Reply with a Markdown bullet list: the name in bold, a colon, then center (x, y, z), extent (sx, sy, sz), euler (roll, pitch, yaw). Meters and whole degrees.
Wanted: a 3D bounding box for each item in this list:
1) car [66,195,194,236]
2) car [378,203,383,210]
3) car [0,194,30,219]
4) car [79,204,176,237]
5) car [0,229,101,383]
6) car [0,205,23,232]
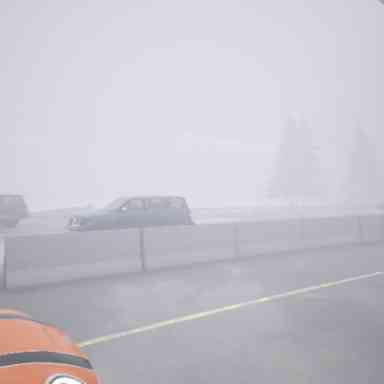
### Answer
- **car**: center (-2.573, 1.176, 14.696), extent (5.566, 2.045, 2.150), euler (0, 0, -32)
- **car**: center (24.156, 1.521, 39.216), extent (4.181, 1.385, 1.994), euler (0, 0, -19)
- **car**: center (-13.015, 1.136, 20.385), extent (5.566, 2.045, 2.150), euler (0, 0, -34)
- **car**: center (-3.441, 1.448, 18.238), extent (4.892, 1.490, 1.837), euler (0, 0, -32)
- **car**: center (-2.742, 1.340, 1.706), extent (4.553, 1.767, 2.097), euler (0, 0, -36)
- **car**: center (-11.615, 1.527, 17.105), extent (4.718, 1.301, 1.895), euler (0, 0, -35)
